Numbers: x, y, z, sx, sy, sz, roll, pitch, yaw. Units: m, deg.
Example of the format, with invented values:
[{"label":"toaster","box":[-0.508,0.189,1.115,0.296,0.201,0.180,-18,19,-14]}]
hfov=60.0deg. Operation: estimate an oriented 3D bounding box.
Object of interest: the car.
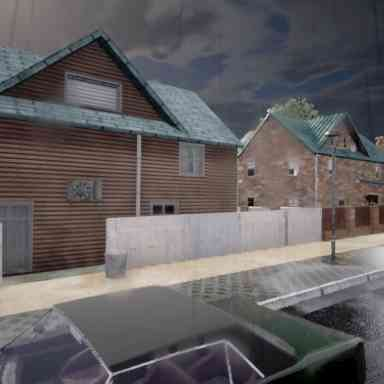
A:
[{"label":"car","box":[-0.748,1.601,2.538,4.718,1.301,1.895,0,0,-35]}]
